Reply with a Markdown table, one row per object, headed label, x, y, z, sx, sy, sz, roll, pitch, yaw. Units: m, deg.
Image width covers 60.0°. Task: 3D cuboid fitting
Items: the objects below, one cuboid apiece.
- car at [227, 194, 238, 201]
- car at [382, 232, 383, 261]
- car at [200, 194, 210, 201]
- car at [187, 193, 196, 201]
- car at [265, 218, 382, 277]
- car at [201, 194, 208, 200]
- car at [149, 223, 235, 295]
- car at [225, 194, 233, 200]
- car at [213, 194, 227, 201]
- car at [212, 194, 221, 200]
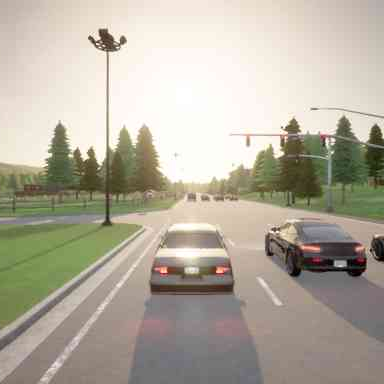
| label | x | y | z | sx | sy | sz | roll | pitch | yaw |
| --- | --- | --- | --- | --- | --- | --- | --- | --- | --- |
| car | 10.464 | 1.587 | 84.007 | 1.895 | 1.301 | 4.718 | 0 | 0 | 0 |
| car | 7.004 | 1.564 | 9.610 | 1.994 | 1.385 | 4.181 | 0 | 0 | 1 |
| car | 3.464 | 1.531 | 83.558 | 2.033 | 1.411 | 5.357 | 0 | 0 | 0 |
| car | -0.036 | 1.217 | 83.586 | 2.150 | 2.045 | 5.566 | 0 | 0 | 0 |
| car | 3.515 | 1.526 | 10.149 | 1.812 | 1.442 | 4.674 | 0 | 0 | 0 |
| car | 3.460 | 1.310 | 93.978 | 1.882 | 1.535 | 5.008 | 0 | 0 | 0 |
| car | 0.001 | 1.547 | 8.871 | 2.033 | 1.411 | 5.357 | 0 | 0 | 0 |
| car | 10.460 | 1.356 | 93.981 | 1.812 | 1.442 | 4.674 | 0 | 0 | 0 |
| car | 6.964 | 1.347 | 83.946 | 2.097 | 1.767 | 4.553 | 0 | 0 | 0 |
| car | 6.960 | 1.372 | 93.979 | 2.033 | 1.411 | 5.357 | 0 | 0 | 0 |
